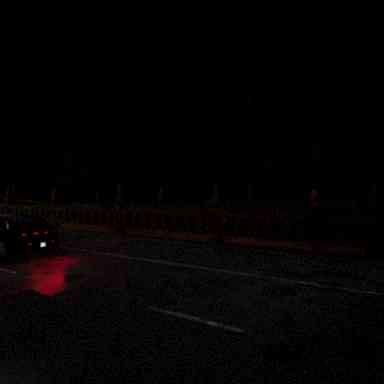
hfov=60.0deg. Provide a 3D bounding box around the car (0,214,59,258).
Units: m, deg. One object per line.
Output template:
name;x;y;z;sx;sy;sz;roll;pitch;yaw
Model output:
car;-7.341;1.651;13.410;4.892;1.490;1.837;0;0;36
